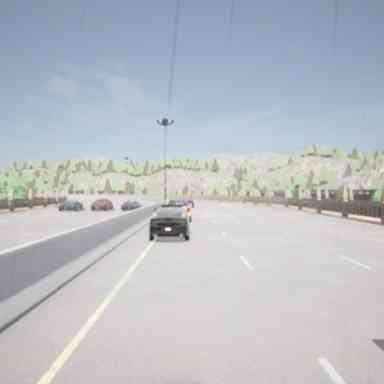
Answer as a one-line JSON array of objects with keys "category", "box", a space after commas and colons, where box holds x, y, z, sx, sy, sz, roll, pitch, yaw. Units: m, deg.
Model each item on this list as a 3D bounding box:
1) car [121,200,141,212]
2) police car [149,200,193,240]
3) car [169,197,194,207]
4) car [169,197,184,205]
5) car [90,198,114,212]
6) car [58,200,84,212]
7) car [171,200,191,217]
[{"category": "car", "box": [-7.251, 1.610, 39.955, 1.994, 1.385, 4.181, 0, 0, -1]}, {"category": "police car", "box": [-1.058, 1.446, 17.258, 1.930, 1.638, 5.238, 0, 0, 0]}, {"category": "car", "box": [-1.063, 1.383, 27.118, 2.097, 1.767, 4.553, 0, 0, 0]}, {"category": "car", "box": [-3.050, 1.674, 63.590, 1.895, 1.301, 4.718, 0, 0, -16]}, {"category": "car", "box": [-10.732, 1.524, 39.931, 1.882, 1.535, 5.008, 0, 0, -2]}, {"category": "car", "box": [-14.231, 1.609, 39.368, 1.994, 1.385, 4.181, 0, 0, -1]}, {"category": "car", "box": [-1.064, 1.565, 33.148, 1.812, 1.442, 4.674, 0, 0, 0]}]
